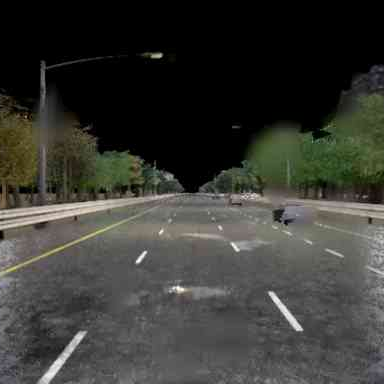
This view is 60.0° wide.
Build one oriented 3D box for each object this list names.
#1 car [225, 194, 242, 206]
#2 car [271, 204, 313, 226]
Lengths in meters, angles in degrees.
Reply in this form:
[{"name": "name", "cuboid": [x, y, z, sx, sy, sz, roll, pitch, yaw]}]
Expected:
[{"name": "car", "cuboid": [7.143, 1.556, 55.530, 2.033, 1.411, 5.357, 0, 0, 0]}, {"name": "car", "cuboid": [7.031, 1.571, 23.779, 1.994, 1.385, 4.181, 0, 0, 0]}]
